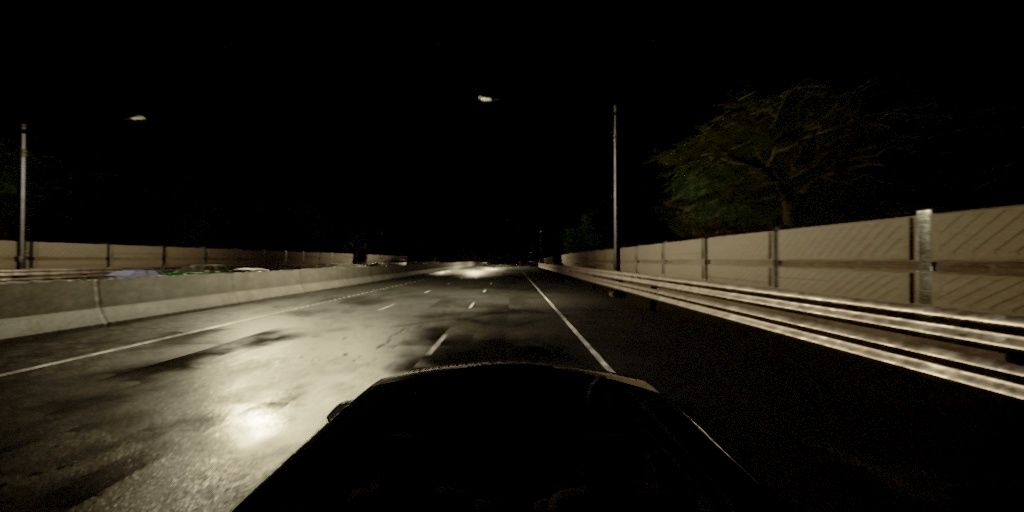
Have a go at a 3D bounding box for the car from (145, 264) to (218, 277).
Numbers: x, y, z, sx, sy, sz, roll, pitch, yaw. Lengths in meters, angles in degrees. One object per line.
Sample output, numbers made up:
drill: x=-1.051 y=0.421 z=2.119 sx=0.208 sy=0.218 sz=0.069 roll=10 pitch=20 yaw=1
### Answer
car: x=-21.093 y=1.341 z=24.053 sx=2.097 sy=1.767 sz=4.553 roll=0 pitch=-1 yaw=0

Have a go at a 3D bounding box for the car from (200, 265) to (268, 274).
car: x=-17.601 y=1.512 z=23.800 sx=1.812 sy=1.442 sz=4.674 roll=0 pitch=-1 yaw=0

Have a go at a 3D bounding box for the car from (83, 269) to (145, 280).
car: x=-24.595 y=1.529 z=23.352 sx=2.033 sy=1.411 sz=5.357 roll=0 pitch=-1 yaw=0
